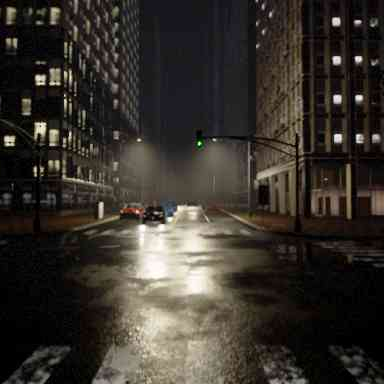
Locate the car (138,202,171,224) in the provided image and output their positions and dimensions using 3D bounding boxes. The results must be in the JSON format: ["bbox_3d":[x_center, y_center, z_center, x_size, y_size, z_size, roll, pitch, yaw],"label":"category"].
[{"bbox_3d":[-3.110,1.861,28.575,1.837,1.490,4.892,0,-1,0],"label":"car"}]

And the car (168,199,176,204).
[{"bbox_3d":[-5.713,2.728,93.313,1.947,1.339,4.313,1,-1,0],"label":"car"}]

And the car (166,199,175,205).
[{"bbox_3d":[-5.710,2.644,87.739,2.008,1.369,4.403,1,-1,0],"label":"car"}]

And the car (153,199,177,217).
[{"bbox_3d":[-3.112,1.952,38.080,1.882,1.535,5.008,0,-1,0],"label":"car"}]

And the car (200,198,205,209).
[{"bbox_3d":[2.684,2.204,54.531,1.752,1.417,4.829,1,-1,0],"label":"car"}]

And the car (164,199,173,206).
[{"bbox_3d":[-5.708,2.568,82.164,1.887,1.381,4.507,1,-1,0],"label":"car"}]

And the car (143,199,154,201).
[{"bbox_3d":[-5.688,1.853,43.144,2.192,1.841,5.009,1,-1,0],"label":"car"}]

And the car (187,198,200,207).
[{"bbox_3d":[0.050,2.423,69.263,1.994,1.385,4.181,0,-1,0],"label":"car"}]

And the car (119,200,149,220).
[{"bbox_3d":[-5.686,1.839,31.993,1.967,1.590,4.097,1,-1,0],"label":"car"}]

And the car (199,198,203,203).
[{"bbox_3d":[2.681,2.311,59.937,1.947,1.339,4.313,1,-1,0],"label":"car"}]

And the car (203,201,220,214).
[{"bbox_3d":[2.686,2.119,43.205,1.802,1.307,4.206,1,-1,0],"label":"car"}]

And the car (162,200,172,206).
[{"bbox_3d":[-5.706,2.504,76.589,2.008,1.369,4.403,1,-1,0],"label":"car"}]

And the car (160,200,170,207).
[{"bbox_3d":[-5.703,2.429,71.014,1.887,1.381,4.507,1,-1,0],"label":"car"}]
